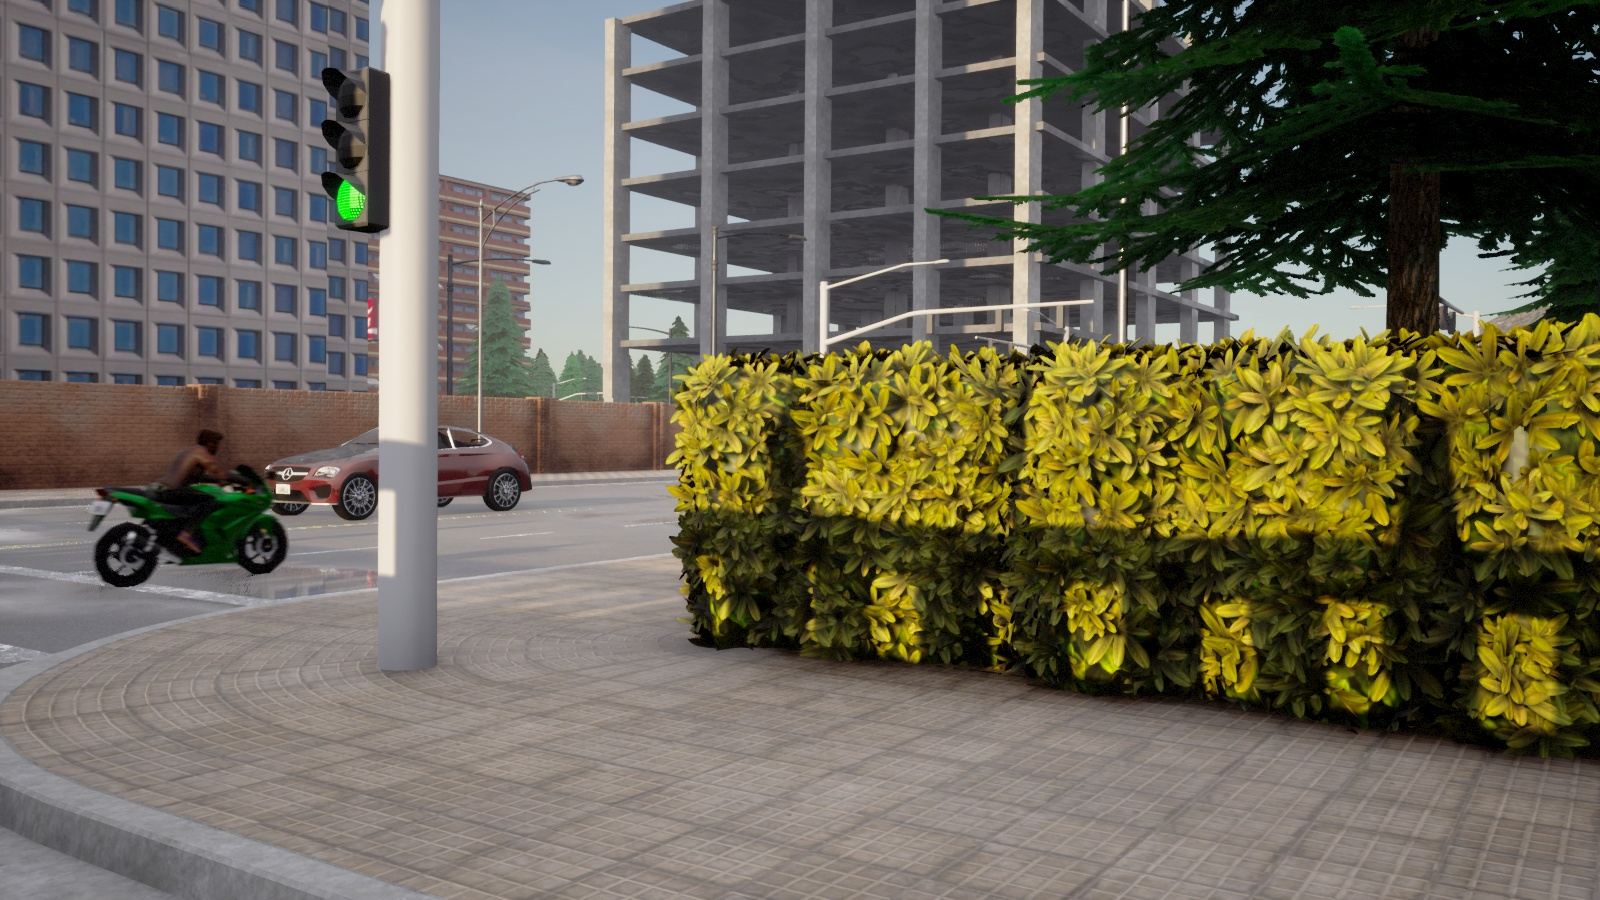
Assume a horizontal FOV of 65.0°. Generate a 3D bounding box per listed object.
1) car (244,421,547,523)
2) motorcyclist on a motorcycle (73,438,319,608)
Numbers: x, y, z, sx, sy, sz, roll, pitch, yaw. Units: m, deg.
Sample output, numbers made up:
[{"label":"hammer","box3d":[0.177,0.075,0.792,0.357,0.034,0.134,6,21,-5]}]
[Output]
[{"label":"car","box3d":[-7.250,0.316,23.069,2.152,1.651,5.027,0,1,33]},{"label":"motorcyclist on a motorcycle","box3d":[-5.904,0.653,12.408,0.797,1.523,2.044,0,1,33]}]
